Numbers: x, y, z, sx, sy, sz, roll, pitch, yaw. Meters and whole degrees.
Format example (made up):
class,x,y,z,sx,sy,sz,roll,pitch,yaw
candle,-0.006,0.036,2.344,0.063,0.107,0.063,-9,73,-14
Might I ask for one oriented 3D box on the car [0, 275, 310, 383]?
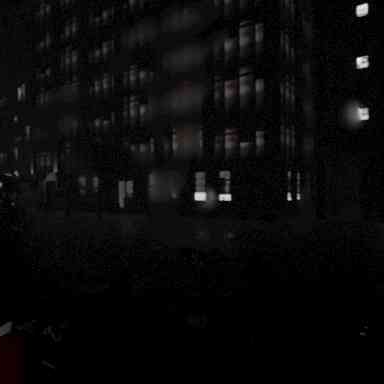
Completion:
class,x,y,z,sx,sy,sz,roll,pitch,yaw
car,-0.929,1.595,3.540,4.206,1.307,1.802,0,0,36
